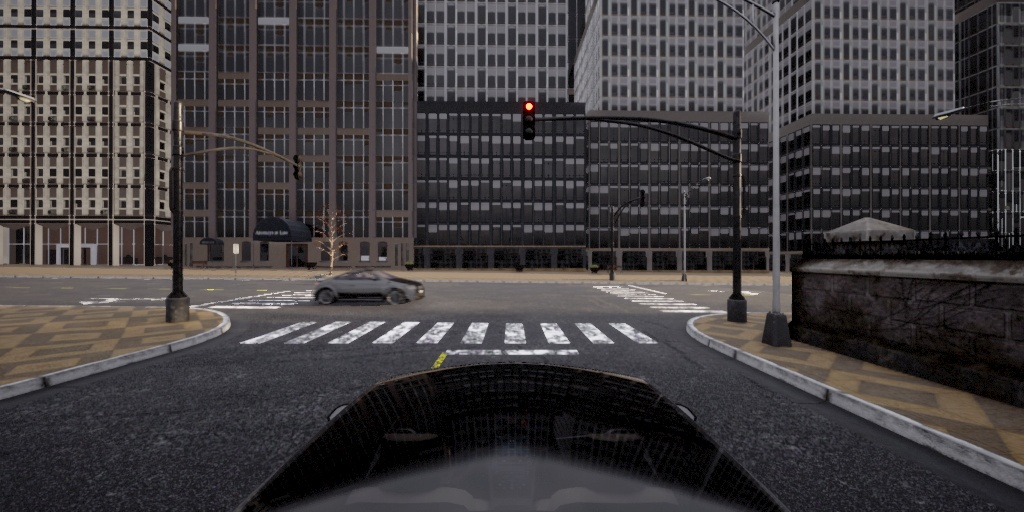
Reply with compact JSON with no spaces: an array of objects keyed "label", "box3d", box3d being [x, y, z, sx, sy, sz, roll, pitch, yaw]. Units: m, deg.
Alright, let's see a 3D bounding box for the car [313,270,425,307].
[{"label":"car","box3d":[-5.754,1.256,14.712,4.181,1.385,1.994,1,0,-1]}]
